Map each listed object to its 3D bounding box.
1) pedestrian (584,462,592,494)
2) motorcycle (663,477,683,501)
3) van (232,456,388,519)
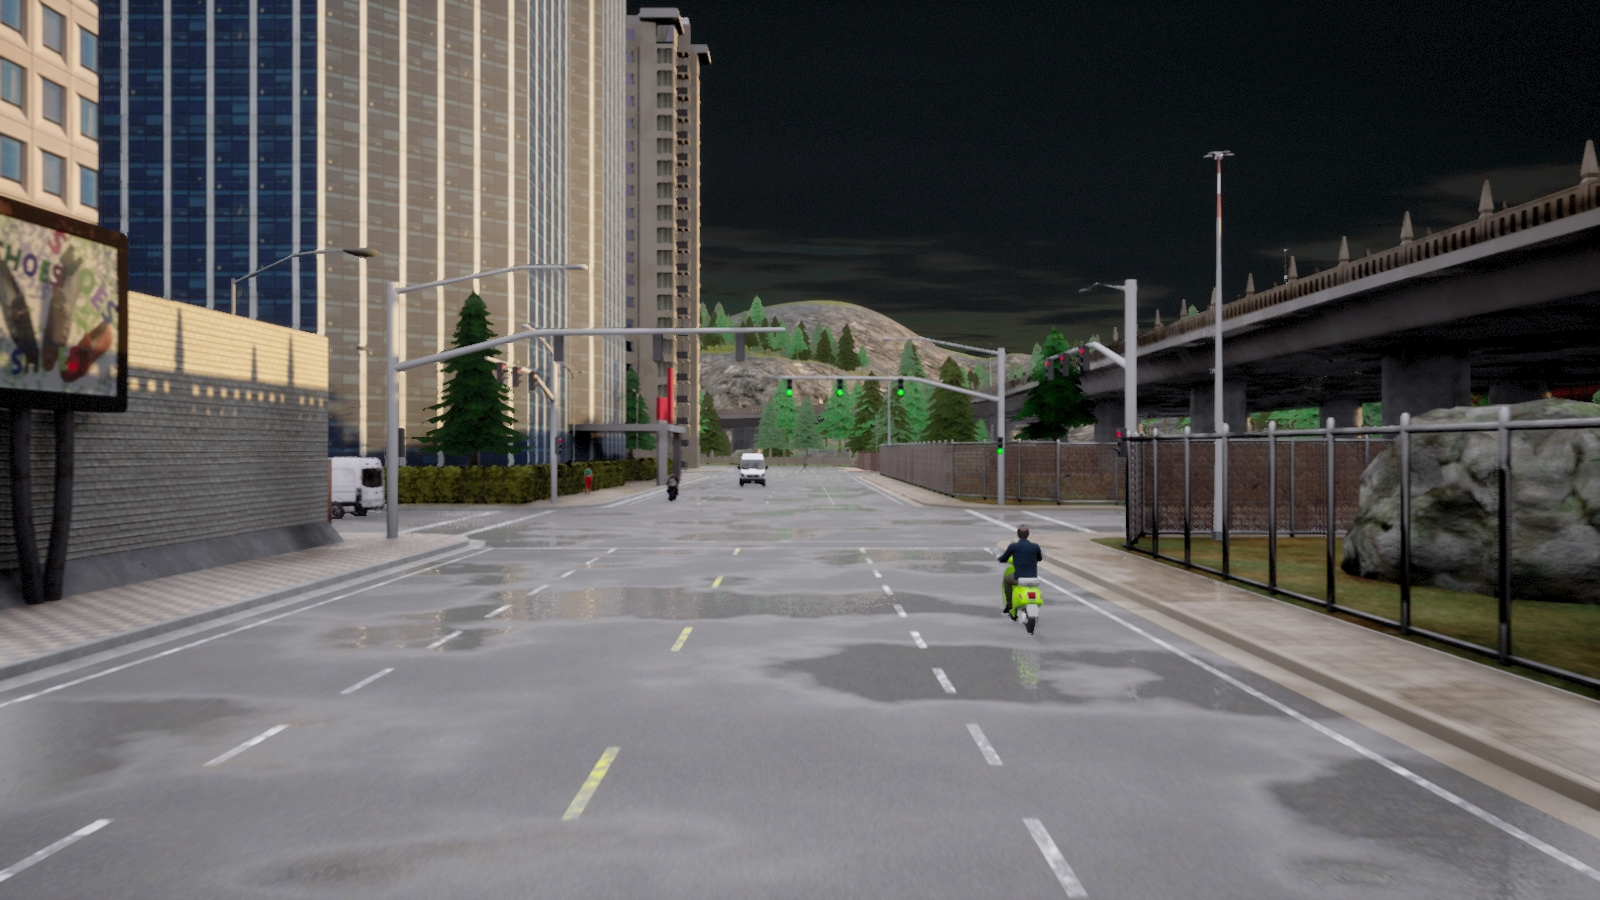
[{"bbox_3d":[-12.526,1.640,67.514,0.375,1.860,0.375,0,0,2],"label":"pedestrian"},{"bbox_3d":[-6.994,2.149,63.040,0.867,1.251,2.209,0,0,0],"label":"motorcycle"},{"bbox_3d":[-20.629,1.534,48.179,5.915,2.561,1.988,0,0,11],"label":"van"}]
